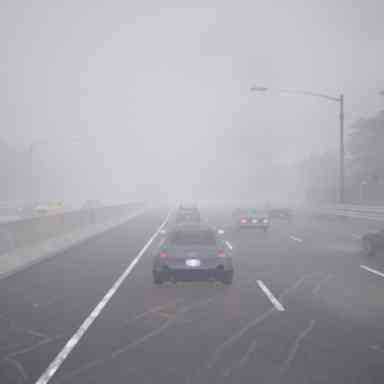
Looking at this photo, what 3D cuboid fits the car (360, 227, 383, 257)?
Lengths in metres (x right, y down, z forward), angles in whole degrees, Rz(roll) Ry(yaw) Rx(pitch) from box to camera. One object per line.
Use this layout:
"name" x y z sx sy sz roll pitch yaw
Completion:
"car" 6.991 1.531 10.123 1.812 1.442 4.674 0 0 1

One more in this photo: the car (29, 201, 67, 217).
"car" -14.791 1.710 34.998 1.882 1.535 5.008 0 -1 -2

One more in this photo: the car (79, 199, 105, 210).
"car" -11.403 1.616 38.211 2.097 1.767 4.553 0 -1 -2

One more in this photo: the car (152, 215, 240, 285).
"car" 0.003 1.569 9.501 1.994 1.385 4.181 0 0 -1

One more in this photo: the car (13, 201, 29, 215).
"car" -18.391 1.754 37.793 2.128 1.511 4.902 0 -1 -2

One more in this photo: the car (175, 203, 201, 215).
"car" -0.323 1.630 26.309 2.128 1.511 4.902 0 -1 -2

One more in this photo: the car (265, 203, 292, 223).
"car" 6.653 1.624 27.267 1.882 1.535 5.008 0 -1 -2

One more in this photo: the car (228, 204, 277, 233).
"car" 3.323 1.624 20.273 2.033 1.411 5.357 0 -1 -1
